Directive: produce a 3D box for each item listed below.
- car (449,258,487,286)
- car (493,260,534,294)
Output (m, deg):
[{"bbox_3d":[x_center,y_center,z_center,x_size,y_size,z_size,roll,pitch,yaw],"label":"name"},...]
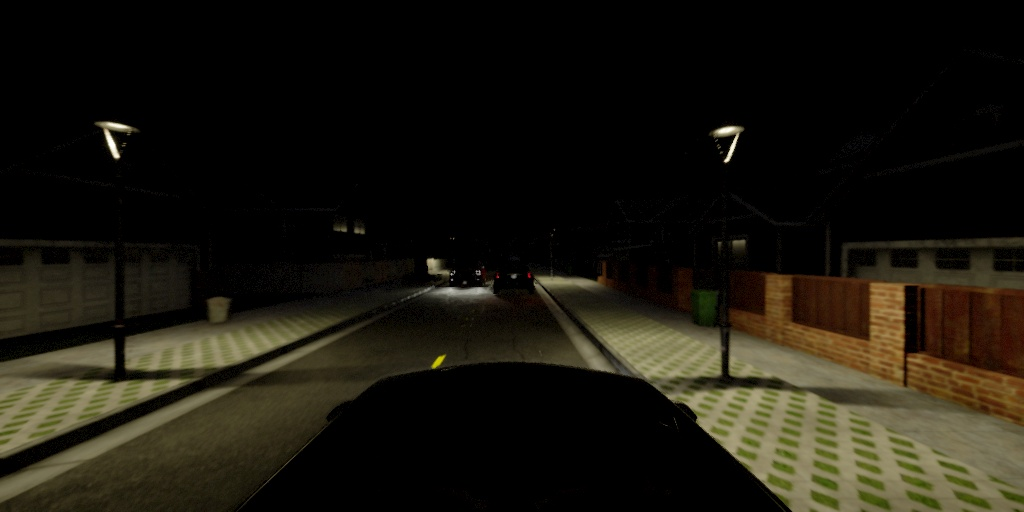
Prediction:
[{"bbox_3d":[-2.859,1.024,23.932,2.097,1.767,4.553,0,0,0],"label":"car"},{"bbox_3d":[0.091,1.038,20.016,2.097,1.767,4.553,0,0,0],"label":"car"}]
